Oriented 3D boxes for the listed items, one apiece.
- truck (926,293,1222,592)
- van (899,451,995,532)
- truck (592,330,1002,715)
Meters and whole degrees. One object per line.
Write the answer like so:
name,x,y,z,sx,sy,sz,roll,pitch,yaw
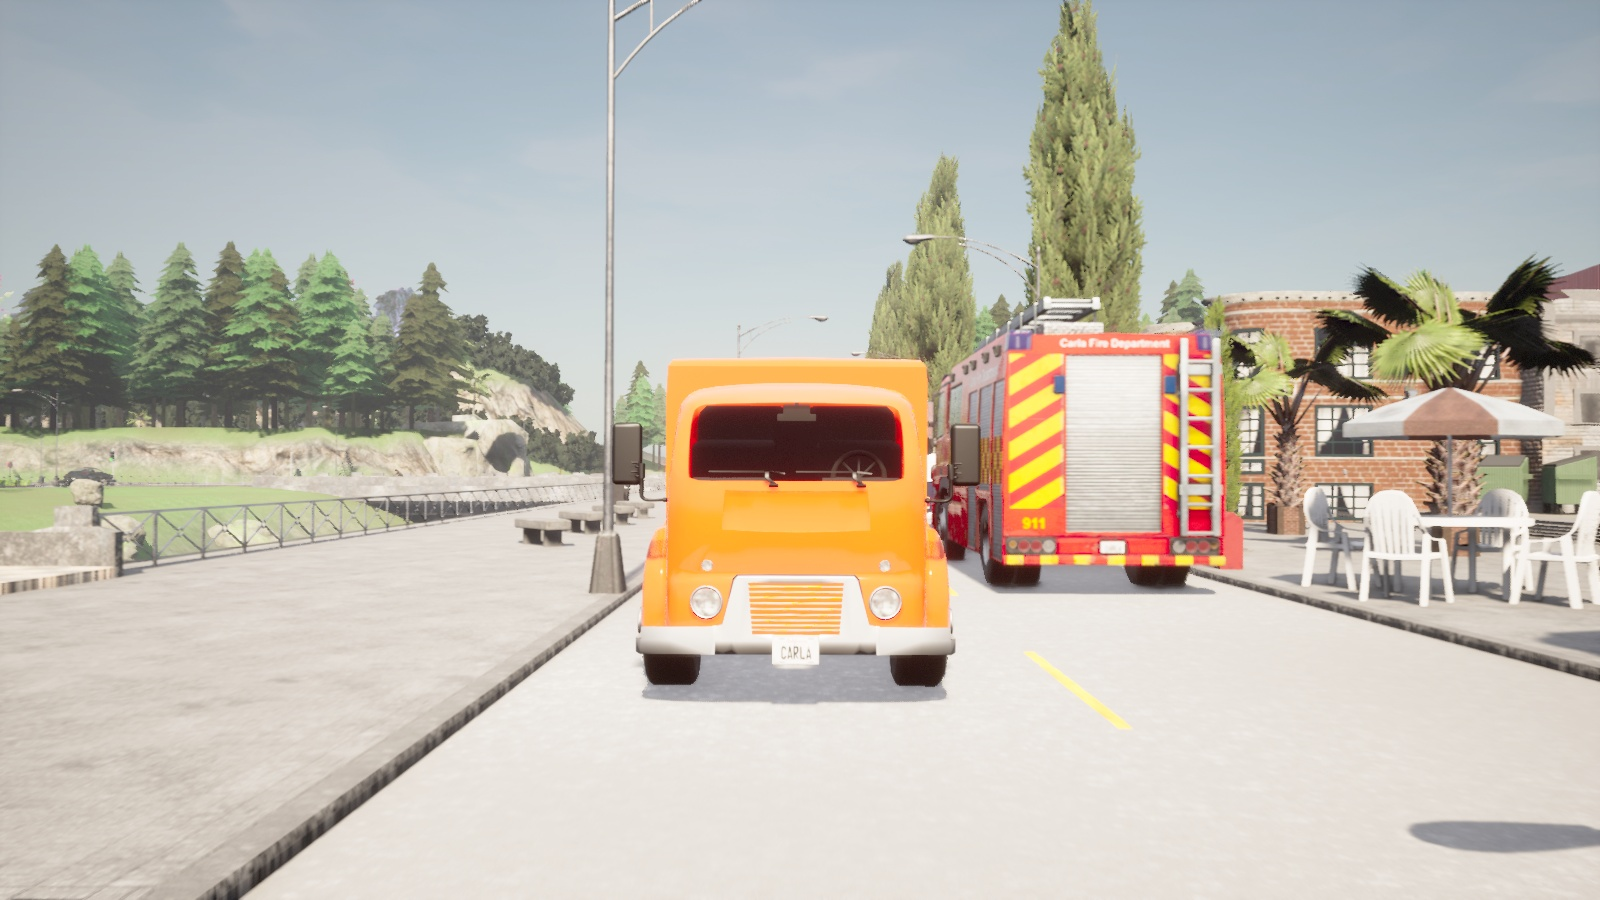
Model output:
truck,3.941,-0.025,20.336,2.891,3.827,8.468,0,-1,0
van,3.909,1.095,34.175,2.069,2.038,4.480,0,-1,0
truck,-0.030,0.507,10.680,2.627,2.467,5.204,0,-1,0
